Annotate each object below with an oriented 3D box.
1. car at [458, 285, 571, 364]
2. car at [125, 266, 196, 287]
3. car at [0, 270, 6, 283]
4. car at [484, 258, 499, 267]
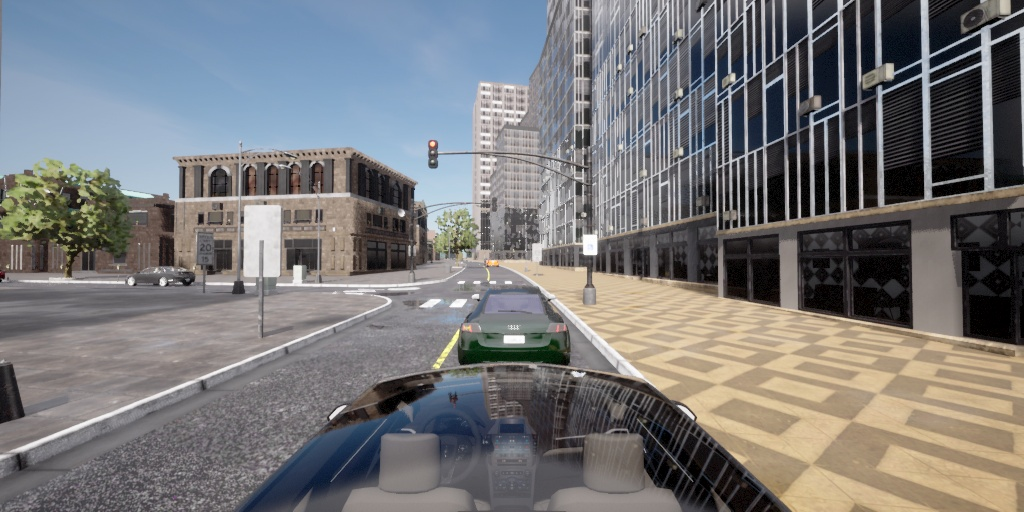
[{"bbox_3d":[0.039,1.315,7.791,1.994,1.385,4.181,0,0,0],"label":"car"},{"bbox_3d":[-24.213,1.379,24.703,4.403,1.370,2.007,0,0,9],"label":"car"},{"bbox_3d":[-41.451,1.380,27.460,4.507,1.381,1.888,0,0,9],"label":"car"},{"bbox_3d":[-3.557,1.096,64.688,2.097,1.767,4.553,0,0,-7],"label":"car"}]
